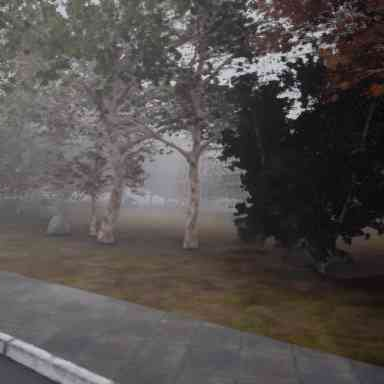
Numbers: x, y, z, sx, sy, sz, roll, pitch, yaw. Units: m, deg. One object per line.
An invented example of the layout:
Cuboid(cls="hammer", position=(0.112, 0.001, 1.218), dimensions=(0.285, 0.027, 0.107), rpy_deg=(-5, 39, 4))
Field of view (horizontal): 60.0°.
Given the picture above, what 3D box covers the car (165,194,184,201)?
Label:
Cuboid(cls="car", position=(-5.050, 1.634, 94.605), dimensions=(2.435, 2.045, 5.566), rpy_deg=(5, 1, 41))
